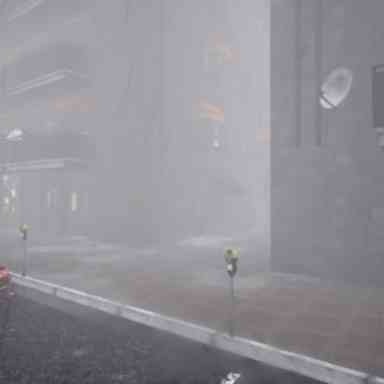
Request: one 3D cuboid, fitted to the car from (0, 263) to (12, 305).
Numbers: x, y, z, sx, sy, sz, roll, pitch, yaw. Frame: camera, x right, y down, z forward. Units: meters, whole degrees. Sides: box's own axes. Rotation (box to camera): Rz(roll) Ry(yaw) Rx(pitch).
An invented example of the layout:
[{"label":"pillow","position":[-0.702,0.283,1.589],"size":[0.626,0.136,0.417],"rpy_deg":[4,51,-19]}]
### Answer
[{"label":"car","position":[-5.161,1.550,6.557],"size":[4.206,1.307,1.802],"rpy_deg":[0,0,35]}]
